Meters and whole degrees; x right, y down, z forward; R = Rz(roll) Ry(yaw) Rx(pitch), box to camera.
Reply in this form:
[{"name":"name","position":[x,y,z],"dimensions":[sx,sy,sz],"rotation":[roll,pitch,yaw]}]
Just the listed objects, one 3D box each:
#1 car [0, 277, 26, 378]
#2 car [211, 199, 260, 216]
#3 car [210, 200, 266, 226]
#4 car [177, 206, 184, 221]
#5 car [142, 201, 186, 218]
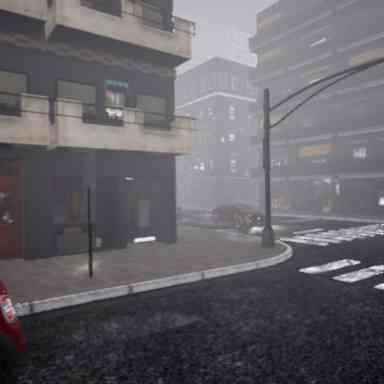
[{"name":"car","position":[-4.071,1.448,3.374],"dimensions":[4.097,1.590,1.967],"rotation":[0,0,-35]},{"name":"car","position":[3.985,1.397,31.091],"dimensions":[2.008,1.369,4.403],"rotation":[-1,1,-36]},{"name":"car","position":[3.140,1.507,23.014],"dimensions":[1.994,1.385,4.181],"rotation":[-1,1,-36]},{"name":"car","position":[-2.402,1.559,26.477],"dimensions":[1.947,1.339,4.313],"rotation":[-1,1,-36]},{"name":"car","position":[-2.741,1.550,31.160],"dimensions":[1.895,1.301,4.718],"rotation":[-1,1,-36]}]
